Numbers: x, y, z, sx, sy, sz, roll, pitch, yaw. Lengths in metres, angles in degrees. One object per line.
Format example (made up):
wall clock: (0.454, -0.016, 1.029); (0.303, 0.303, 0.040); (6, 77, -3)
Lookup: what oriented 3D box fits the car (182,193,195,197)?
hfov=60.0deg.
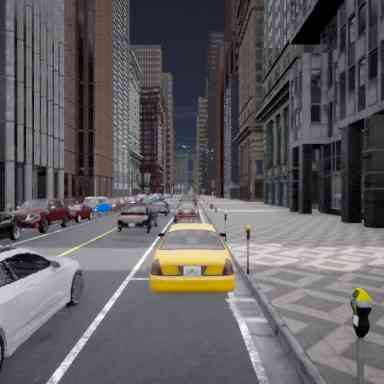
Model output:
car: (-0.386, 1.314, 36.627); (2.192, 1.841, 5.009); (0, 0, 0)

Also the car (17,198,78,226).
car: (-8.911, 1.314, 19.706); (2.192, 1.841, 5.009); (0, 0, 0)

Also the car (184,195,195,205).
car: (-0.386, 1.439, 59.171); (1.967, 1.590, 4.097); (0, 0, 0)

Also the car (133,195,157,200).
car: (-6.187, 1.505, 44.537); (1.837, 1.490, 4.892); (0, 0, 1)

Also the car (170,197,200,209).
car: (-0.386, 1.439, 25.353); (1.967, 1.590, 4.097); (0, 0, 0)

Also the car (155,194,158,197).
car: (-8.911, 1.553, 70.437); (2.008, 1.369, 4.403); (0, 0, 0)

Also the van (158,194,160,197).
van: (-8.912, 1.345, 76.073); (1.690, 1.788, 3.998); (0, 0, 0)

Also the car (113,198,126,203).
car: (-8.911, 1.439, 36.617); (1.967, 1.590, 4.097); (0, 0, 0)

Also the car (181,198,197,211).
car: (-0.385, 1.544, 42.263); (1.887, 1.381, 4.507); (0, 0, 0)

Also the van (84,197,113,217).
van: (-8.911, 1.340, 30.980); (1.690, 1.788, 3.998); (0, 0, 0)

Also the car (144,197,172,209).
car: (-3.123, 1.547, 32.597); (2.033, 1.411, 5.357); (0, 0, 0)

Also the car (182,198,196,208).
car: (-0.385, 1.565, 47.899); (1.947, 1.339, 4.313); (0, 0, 0)

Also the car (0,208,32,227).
car: (-8.910, 1.565, 14.070); (1.947, 1.339, 4.313); (0, 0, 0)

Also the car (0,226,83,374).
car: (-3.145, 1.525, 4.968); (1.812, 1.442, 4.674); (0, 0, 0)

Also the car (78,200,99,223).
car: (-8.910, 1.544, 25.344); (1.887, 1.381, 4.507); (0, 0, 0)

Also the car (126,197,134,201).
car: (-8.911, 1.439, 47.891); (1.967, 1.590, 4.097); (0, 0, 0)

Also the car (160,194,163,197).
car: (-8.911, 1.447, 81.710); (1.967, 1.590, 4.097); (0, 0, 0)

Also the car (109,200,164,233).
car: (-3.101, 1.491, 19.753); (2.128, 1.511, 4.902); (0, 0, 1)

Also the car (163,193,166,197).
car: (-8.912, 1.324, 87.347); (2.192, 1.841, 5.009); (0, 0, 0)

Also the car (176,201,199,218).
car: (-0.385, 1.565, 30.990); (1.947, 1.339, 4.313); (0, 0, 0)

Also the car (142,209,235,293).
car: (0.005, 1.456, 8.840); (1.801, 1.575, 5.366); (0, 0, 0)
